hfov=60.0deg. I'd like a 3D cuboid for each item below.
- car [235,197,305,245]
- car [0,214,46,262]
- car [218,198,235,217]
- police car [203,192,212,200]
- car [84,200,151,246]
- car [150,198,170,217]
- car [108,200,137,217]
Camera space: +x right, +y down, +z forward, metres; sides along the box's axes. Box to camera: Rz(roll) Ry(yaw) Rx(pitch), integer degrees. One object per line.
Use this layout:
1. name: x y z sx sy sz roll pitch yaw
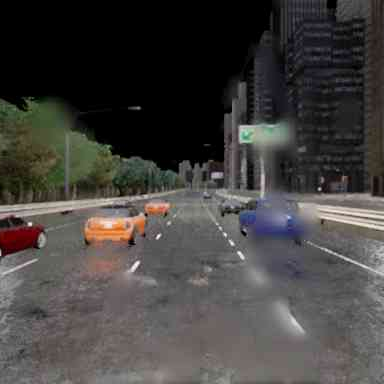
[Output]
1. car: 3.625 1.260 15.943 2.150 2.045 5.566 0 0 0
2. car: -6.885 1.508 11.574 1.882 1.535 5.008 0 0 0
3. car: 3.705 1.410 32.516 2.097 1.767 4.553 0 0 0
4. police car: 4.347 1.271 90.869 1.930 1.638 5.238 0 0 1
5. car: -3.375 1.390 15.576 2.097 1.767 4.553 0 0 0
6. car: -3.295 1.409 32.512 2.097 1.767 4.553 0 0 0
7. car: -6.792 1.562 32.874 1.837 1.490 4.892 0 0 0
